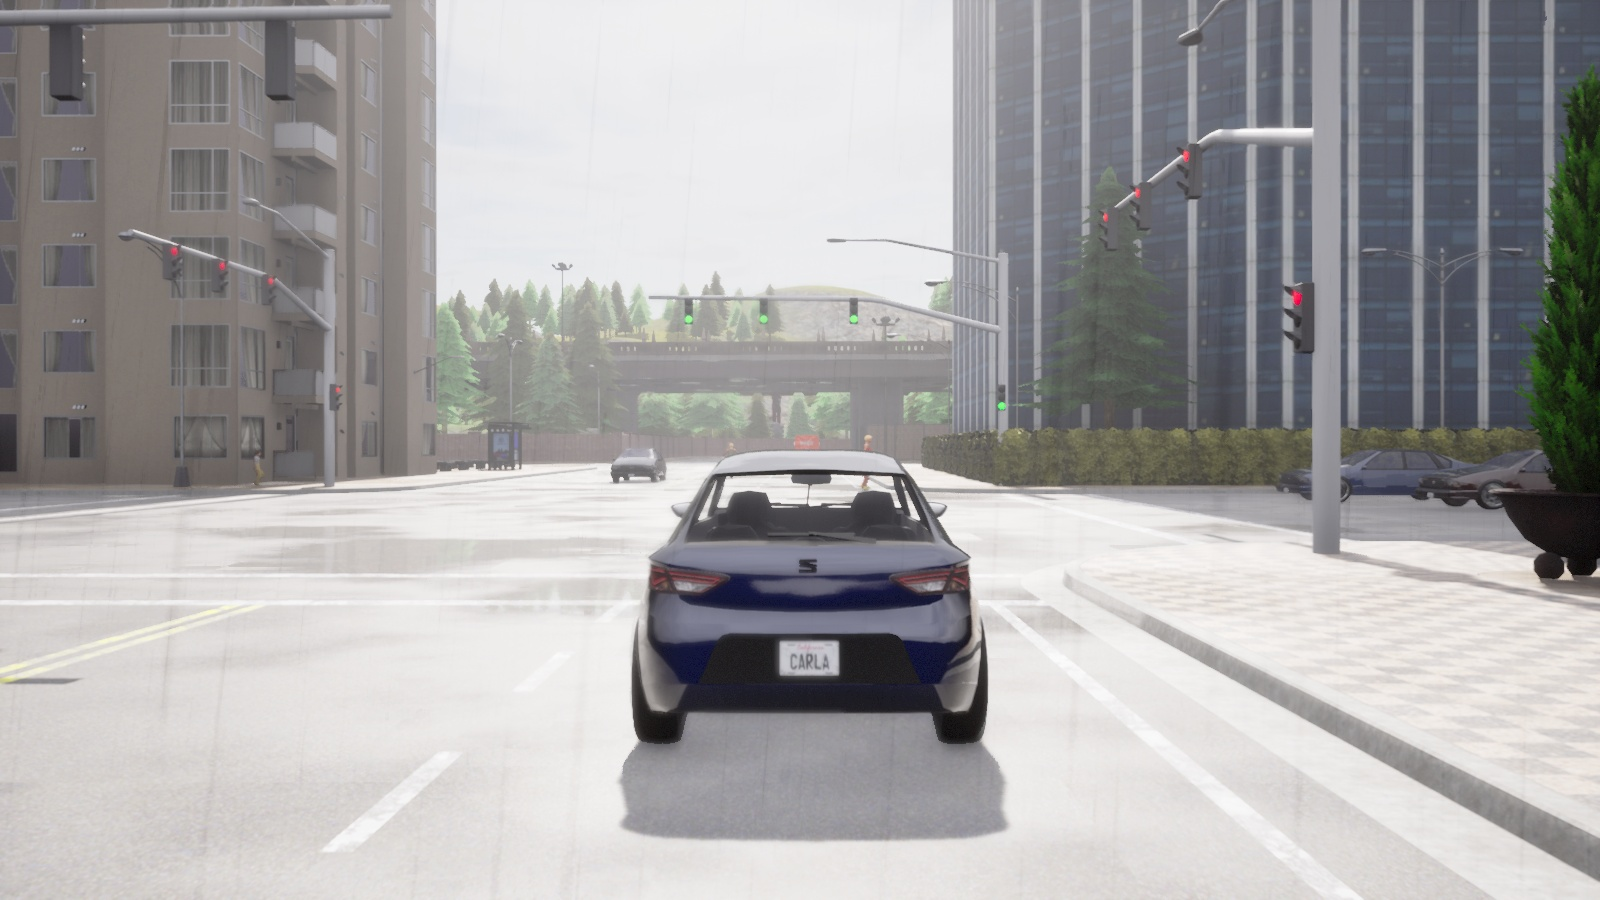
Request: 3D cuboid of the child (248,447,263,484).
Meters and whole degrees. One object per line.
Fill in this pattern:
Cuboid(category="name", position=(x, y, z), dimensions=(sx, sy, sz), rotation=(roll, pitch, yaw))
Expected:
Cuboid(category="child", position=(-18.455, 0.523, 42.553), dimensions=(0.437, 1.263, 0.270), rotation=(0, 0, -11))

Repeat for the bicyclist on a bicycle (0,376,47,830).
Cuboid(category="bicyclist on a bicycle", position=(-3.462, 0.600, 4.294), dimensions=(0.659, 1.776, 1.843), rotation=(0, 0, 0))

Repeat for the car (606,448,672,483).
Cuboid(category="car", position=(-6.699, 0.606, 52.712), dimensions=(2.033, 1.411, 5.357), rotation=(0, 0, 0))

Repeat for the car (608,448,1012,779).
Cuboid(category="car", position=(0.057, 0.734, 7.749), dimensions=(1.816, 1.474, 4.193), rotation=(0, 0, 0))

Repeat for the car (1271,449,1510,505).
Cuboid(category="car", position=(15.534, 0.692, 33.247), dimensions=(5.357, 1.411, 2.033), rotation=(0, 0, 0))

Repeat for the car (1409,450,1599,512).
Cuboid(category="car", position=(17.604, 0.705, 29.755), dimensions=(5.357, 1.411, 2.033), rotation=(0, 0, 0))
